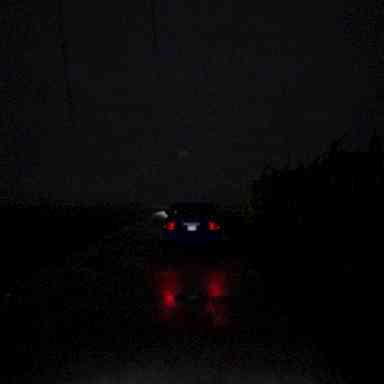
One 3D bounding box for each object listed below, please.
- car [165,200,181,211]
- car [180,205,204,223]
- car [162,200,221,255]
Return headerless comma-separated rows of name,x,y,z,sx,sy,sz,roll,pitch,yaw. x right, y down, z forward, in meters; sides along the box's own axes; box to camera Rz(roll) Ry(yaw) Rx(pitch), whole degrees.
car,-2.772,2.005,50.484,2.128,1.511,4.902,0,-1,0
car,-0.009,1.884,29.107,1.895,1.301,4.718,0,-1,0
car,-0.004,1.348,14.023,2.150,2.045,5.566,0,0,0
